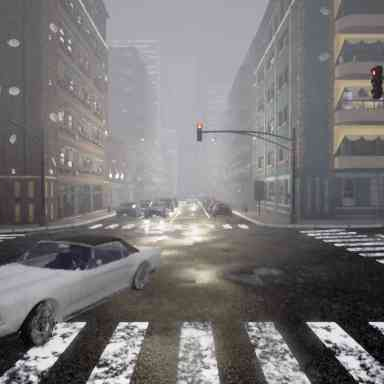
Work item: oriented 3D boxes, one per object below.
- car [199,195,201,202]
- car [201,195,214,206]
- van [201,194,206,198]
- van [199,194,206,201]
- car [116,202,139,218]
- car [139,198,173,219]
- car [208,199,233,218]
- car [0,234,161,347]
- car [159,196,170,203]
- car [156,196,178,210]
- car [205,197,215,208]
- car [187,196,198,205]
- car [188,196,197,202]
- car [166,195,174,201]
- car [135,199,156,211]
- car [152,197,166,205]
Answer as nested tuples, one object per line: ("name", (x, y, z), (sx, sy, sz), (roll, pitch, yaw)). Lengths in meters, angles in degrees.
("car", (2.715, 1.581, 57.871), (1.947, 1.339, 4.313), (0, 0, 0))
("car", (2.709, 1.554, 46.824), (1.887, 1.381, 4.507), (0, 0, 0))
("van", (2.711, 1.353, 52.347), (1.690, 1.788, 3.998), (0, 0, 0))
("van", (2.728, 1.377, 85.489), (1.690, 1.788, 3.998), (-1, 0, 0))
("car", (-5.680, 1.568, 30.270), (1.947, 1.339, 4.313), (0, 0, 0))
("car", (-3.085, 1.549, 29.776), (2.033, 1.411, 5.357), (0, 0, 0))
("car", (2.701, 1.584, 30.254), (1.802, 1.307, 4.206), (0, 0, 0))
("car", (-2.455, 1.600, 6.611), (1.895, 1.301, 4.718), (0, 0, 21))
("car", (-5.660, 1.604, 68.935), (1.802, 1.307, 4.206), (0, 0, 0))
("car", (-3.076, 1.510, 39.895), (1.837, 1.490, 4.892), (0, 0, 0))
("car", (2.704, 1.570, 35.777), (1.947, 1.339, 4.313), (0, 0, 0))
("car", (0.032, 1.542, 59.711), (1.812, 1.442, 4.674), (0, 0, 0))
("car", (0.038, 1.451, 69.746), (1.895, 1.301, 4.718), (0, 0, 0))
("car", (-5.652, 1.561, 85.335), (1.752, 1.417, 4.829), (0, 0, 0))
("car", (-5.674, 1.572, 41.317), (1.947, 1.339, 4.313), (0, 0, 0))
("car", (-5.666, 1.560, 57.888), (1.887, 1.381, 4.507), (0, 0, 0))
